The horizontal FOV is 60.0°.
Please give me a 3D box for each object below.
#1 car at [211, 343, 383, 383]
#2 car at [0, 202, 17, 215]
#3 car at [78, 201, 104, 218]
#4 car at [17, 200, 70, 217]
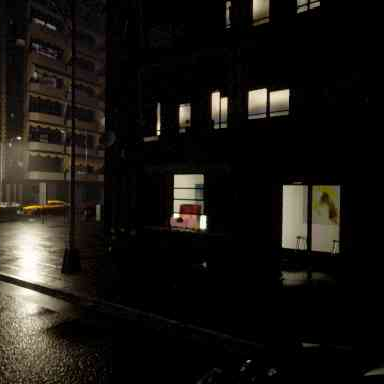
[{"bbox_3d":[1.995,1.551,1.610,4.403,1.369,2.008,0,1,35],"label":"car"},{"bbox_3d":[-18.454,1.624,32.419,2.008,1.369,4.403,1,0,36],"label":"car"},{"bbox_3d":[-8.425,1.823,31.998,1.947,1.339,4.313,1,0,36],"label":"car"},{"bbox_3d":[-14.440,1.620,33.551,1.882,1.535,5.008,1,0,36],"label":"car"}]
